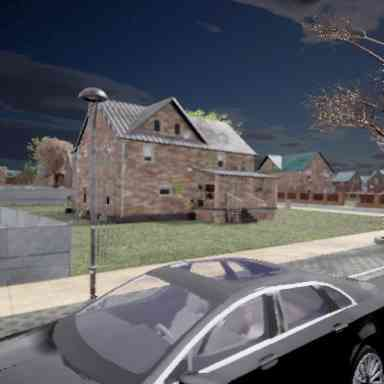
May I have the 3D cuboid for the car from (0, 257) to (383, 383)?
[{"bbox_3d":[0.091,1.498,3.198,4.902,1.511,2.128,0,0,-36],"label":"car"}]
